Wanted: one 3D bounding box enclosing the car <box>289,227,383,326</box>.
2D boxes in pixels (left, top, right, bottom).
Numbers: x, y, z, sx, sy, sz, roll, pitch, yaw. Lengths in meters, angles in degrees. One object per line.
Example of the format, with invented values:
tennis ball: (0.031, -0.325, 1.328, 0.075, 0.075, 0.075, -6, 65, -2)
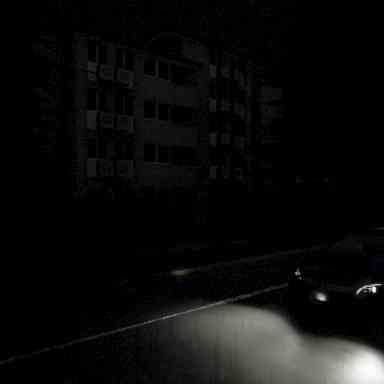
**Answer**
car: (4.058, 1.526, 7.121, 4.674, 1.442, 1.812, 0, 0, -38)
